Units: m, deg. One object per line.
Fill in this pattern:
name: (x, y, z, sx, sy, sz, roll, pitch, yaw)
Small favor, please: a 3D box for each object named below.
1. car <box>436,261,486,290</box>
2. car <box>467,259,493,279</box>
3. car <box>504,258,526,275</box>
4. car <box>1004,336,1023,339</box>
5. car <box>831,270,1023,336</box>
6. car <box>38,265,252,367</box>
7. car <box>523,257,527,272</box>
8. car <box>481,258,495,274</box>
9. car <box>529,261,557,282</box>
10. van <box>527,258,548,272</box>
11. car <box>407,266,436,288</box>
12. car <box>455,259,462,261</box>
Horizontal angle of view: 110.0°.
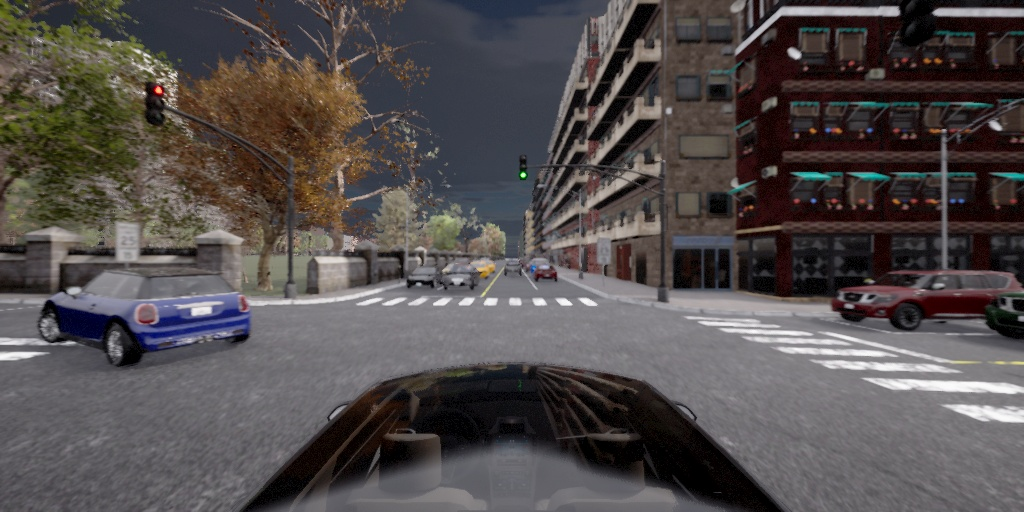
car: (-3.086, 1.271, 22.687, 2.128, 1.511, 4.902, 0, 0, 0)
car: (-3.076, 1.275, 32.860, 1.882, 1.535, 5.008, 0, 0, 0)
car: (0.108, 1.302, 39.357, 2.128, 1.511, 4.902, 0, 0, 0)
car: (15.763, 1.296, 9.102, 5.566, 2.045, 2.150, 1, 0, -1)
car: (13.453, 1.360, 11.661, 5.009, 1.841, 2.192, 0, 0, -1)
car: (-8.024, 1.019, 7.904, 4.553, 1.767, 2.097, 2, 1, 24)
car: (2.703, 1.266, 46.526, 1.967, 1.591, 4.097, 0, 0, 0)
car: (-3.053, 1.297, 43.563, 1.882, 1.535, 5.008, 0, 0, 0)
car: (2.698, 1.336, 29.635, 1.888, 1.381, 4.507, 0, 0, 0)
van: (2.700, 1.143, 35.266, 1.690, 1.789, 3.998, 0, 0, 0)
car: (-5.683, 1.347, 24.007, 1.948, 1.339, 4.313, 0, 0, 0)
car: (-5.680, 1.327, 35.098, 1.751, 1.417, 4.829, 0, 0, 0)
